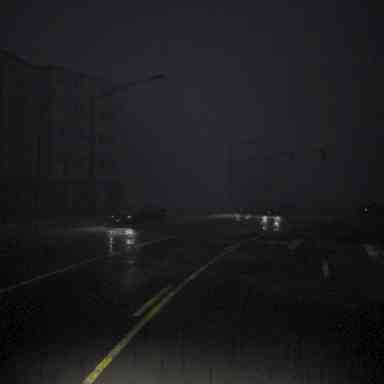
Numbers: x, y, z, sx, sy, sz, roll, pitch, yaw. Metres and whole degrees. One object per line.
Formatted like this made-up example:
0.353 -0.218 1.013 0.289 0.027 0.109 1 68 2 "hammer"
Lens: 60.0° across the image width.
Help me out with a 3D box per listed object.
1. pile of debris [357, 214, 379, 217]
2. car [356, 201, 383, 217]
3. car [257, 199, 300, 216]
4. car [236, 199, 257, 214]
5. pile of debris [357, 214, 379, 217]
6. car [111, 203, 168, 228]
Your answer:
16.736 2.203 31.595 1.500 0.140 1.860 0 0 40 "pile of debris"
17.361 1.589 32.236 1.994 1.385 4.181 0 0 40 "car"
8.939 1.553 33.185 2.033 1.411 5.357 0 0 40 "car"
6.644 1.488 35.890 2.128 1.511 4.902 0 0 40 "car"
16.736 2.203 31.595 1.500 0.140 1.860 0 0 40 "pile of debris"
-3.397 1.500 22.520 1.812 1.442 4.674 0 0 31 "car"
